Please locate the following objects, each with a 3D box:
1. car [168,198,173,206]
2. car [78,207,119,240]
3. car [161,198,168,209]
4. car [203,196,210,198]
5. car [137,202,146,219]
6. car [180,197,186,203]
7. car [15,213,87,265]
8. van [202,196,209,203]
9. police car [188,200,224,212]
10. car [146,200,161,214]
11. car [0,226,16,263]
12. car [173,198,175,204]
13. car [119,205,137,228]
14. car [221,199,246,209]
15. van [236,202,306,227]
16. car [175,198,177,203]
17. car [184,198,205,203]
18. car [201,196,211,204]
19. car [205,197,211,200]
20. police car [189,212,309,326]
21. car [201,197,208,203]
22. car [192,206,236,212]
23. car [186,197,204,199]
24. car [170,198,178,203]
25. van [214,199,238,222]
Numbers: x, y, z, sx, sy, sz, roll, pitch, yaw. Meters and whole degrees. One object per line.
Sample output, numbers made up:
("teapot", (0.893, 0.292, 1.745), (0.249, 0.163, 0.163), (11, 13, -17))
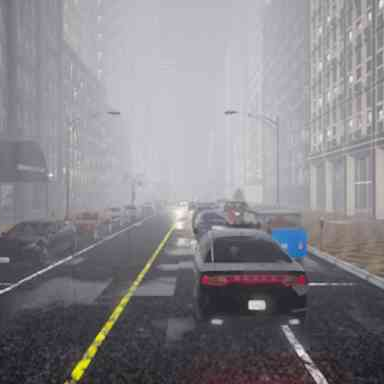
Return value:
("car", (-5.182, 2.084, 63.232), (1.802, 1.307, 4.206), (-1, 0, 0))
("car", (-5.539, 1.696, 17.766), (1.887, 1.381, 4.507), (-1, 0, 0))
("car", (-5.272, 1.965, 51.866), (2.008, 1.369, 4.403), (-1, 0, 0))
("car", (3.284, 1.884, 74.536), (2.192, 1.841, 5.009), (-1, 0, 0))
("car", (-5.450, 1.822, 29.133), (1.802, 1.307, 4.206), (-1, 0, 0))
("car", (-2.249, 2.215, 93.245), (2.128, 1.511, 4.902), (0, 0, 0))
("car", (-5.584, 1.674, 12.083), (1.947, 1.339, 4.313), (-1, 0, 0))
("van", (3.374, 1.996, 85.902), (1.690, 1.788, 3.998), (-1, 0, 0))
("police car", (0.970, 1.605, 23.513), (1.930, 1.638, 5.238), (0, -1, 2))
("car", (-5.361, 1.878, 40.499), (2.008, 1.369, 4.403), (-1, 0, 0))
("car", (-5.629, 1.615, 6.399), (2.008, 1.369, 4.403), (-1, 0, 0))
("car", (-5.139, 1.985, 68.916), (1.967, 1.590, 4.097), (-1, 0, 0))
("car", (-5.495, 1.746, 23.449), (2.008, 1.369, 4.403), (-1, 0, 0))
("car", (2.882, 1.491, 23.386), (2.192, 1.841, 5.009), (-1, 0, 0))
("van", (2.794, 1.429, 12.019), (1.690, 1.788, 3.998), (-1, 0, 0))
("car", (-5.050, 2.156, 80.113), (1.752, 1.417, 4.829), (-1, 0, 0))
("car", (0.380, 1.892, 44.532), (2.033, 1.411, 5.357), (0, 0, 1))
("car", (3.329, 1.927, 80.219), (2.192, 1.841, 5.009), (-1, 0, 0))
("car", (3.109, 1.945, 51.800), (2.008, 1.369, 4.403), (-1, 0, 0))
("police car", (0.977, 1.482, 7.488), (1.930, 1.638, 5.238), (0, 0, 0))
("car", (3.420, 2.138, 91.585), (1.967, 1.590, 4.097), (-1, 0, 0))
("car", (1.056, 1.659, 17.378), (1.812, 1.442, 4.674), (0, 0, 0))
("car", (0.477, 1.943, 58.393), (2.128, 1.511, 4.902), (0, 0, 0))
("car", (-4.960, 2.284, 91.649), (1.947, 1.339, 4.313), (-1, 0, 0))
("van", (2.928, 1.561, 29.069), (1.690, 1.788, 3.998), (-1, 0, 0))
